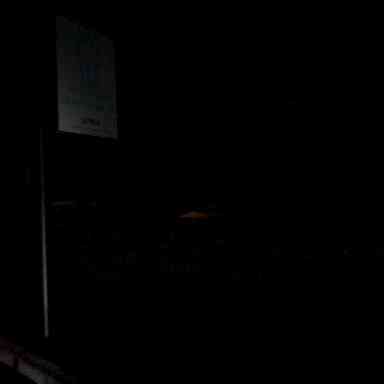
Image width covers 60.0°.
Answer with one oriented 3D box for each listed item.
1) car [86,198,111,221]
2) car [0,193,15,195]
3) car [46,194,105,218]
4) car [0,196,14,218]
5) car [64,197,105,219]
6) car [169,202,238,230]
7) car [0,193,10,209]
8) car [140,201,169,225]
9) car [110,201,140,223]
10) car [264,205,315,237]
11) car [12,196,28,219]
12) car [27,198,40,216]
[{"bbox_3d":[-5.569,1.468,26.650,2.097,1.535,5.008,0,0,35],"label":"car"},{"bbox_3d":[-23.690,1.152,39.492,2.435,2.045,5.566,0,0,35],"label":"car"},{"bbox_3d":[-10.114,1.211,29.839,2.435,2.045,5.566,0,0,35],"label":"car"},{"bbox_3d":[-16.779,1.443,34.840,1.946,1.575,5.366,0,0,35],"label":"car"},{"bbox_3d":[-7.832,1.465,28.258,2.097,1.535,5.008,0,0,35],"label":"car"},{"bbox_3d":[1.106,1.474,21.670,1.946,1.575,5.366,0,0,35],"label":"car"},{"bbox_3d":[-25.920,1.133,41.147,2.435,2.045,5.566,1,0,35],"label":"car"},{"bbox_3d":[-1.032,1.504,23.453,2.163,1.488,4.792,0,0,35],"label":"car"},{"bbox_3d":[-3.307,1.472,25.042,2.231,1.521,4.892,0,0,35],"label":"car"},{"bbox_3d":[5.721,1.512,18.580,2.163,1.488,4.792,0,0,35],"label":"car"},{"bbox_3d":[-14.626,1.454,33.076,2.097,1.535,5.008,0,0,35],"label":"car"},{"bbox_3d":[-12.362,1.460,31.465,2.231,1.521,4.892,0,0,35],"label":"car"}]
